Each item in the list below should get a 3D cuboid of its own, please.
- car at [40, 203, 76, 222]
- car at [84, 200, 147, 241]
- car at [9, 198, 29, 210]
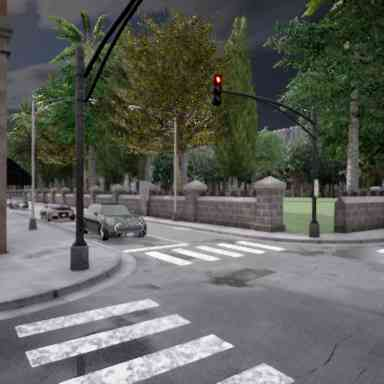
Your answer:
[{"bbox_3d":[-10.644,1.551,26.246,1.994,1.385,4.181,0,0,-35],"label":"car"},{"bbox_3d":[-4.060,1.342,16.913,2.097,1.767,4.553,0,0,-34],"label":"car"},{"bbox_3d":[-22.176,1.478,42.614,2.128,1.511,4.902,0,0,-35],"label":"car"}]
